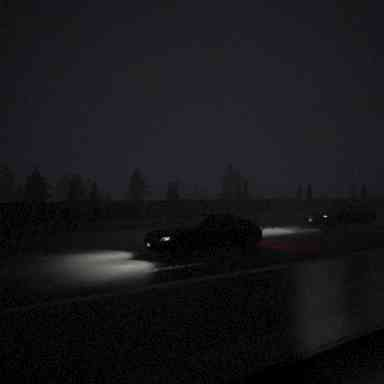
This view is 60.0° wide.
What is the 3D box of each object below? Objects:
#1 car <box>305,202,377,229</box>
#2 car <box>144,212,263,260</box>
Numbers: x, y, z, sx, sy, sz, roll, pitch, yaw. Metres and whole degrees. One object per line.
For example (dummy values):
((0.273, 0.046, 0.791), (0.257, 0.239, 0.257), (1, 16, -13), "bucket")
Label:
((9.312, 1.401, 20.837), (4.902, 1.511, 2.128), (0, 0, -24), "car")
((0.550, 1.478, 12.342), (4.674, 1.442, 1.812), (0, 0, -31), "car")
